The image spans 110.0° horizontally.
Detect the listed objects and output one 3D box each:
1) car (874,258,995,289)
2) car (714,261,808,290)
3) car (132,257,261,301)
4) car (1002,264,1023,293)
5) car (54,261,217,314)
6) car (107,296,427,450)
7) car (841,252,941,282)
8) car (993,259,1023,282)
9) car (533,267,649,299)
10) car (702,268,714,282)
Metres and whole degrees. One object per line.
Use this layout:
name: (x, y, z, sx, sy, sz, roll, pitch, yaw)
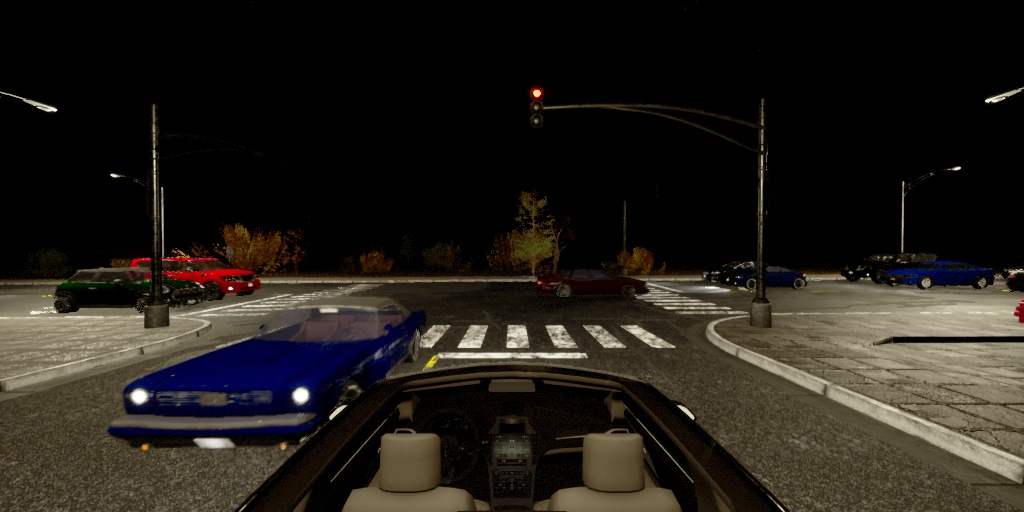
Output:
car: (24.483, 1.040, 20.693, 5.008, 1.535, 1.882, 0, 1, 0)
car: (14.497, 1.187, 20.775, 4.181, 1.385, 1.994, 0, 1, 0)
car: (-15.574, 1.083, 17.566, 5.566, 2.045, 2.150, -1, 1, 0)
car: (26.888, 1.156, 17.225, 4.181, 1.385, 1.994, 0, 1, 0)
car: (-15.034, 1.249, 14.312, 4.553, 1.767, 2.097, 0, 1, 0)
car: (-2.680, 1.350, 5.382, 1.895, 1.301, 4.718, 0, 0, -1)
car: (25.405, 0.737, 23.932, 5.566, 2.045, 2.150, 0, 1, 1)
car: (35.886, 0.946, 23.838, 4.902, 1.511, 2.128, 0, 1, 1)
car: (3.721, 1.267, 17.425, 5.357, 1.411, 2.033, 0, 1, 1)
car: (15.379, 1.068, 24.017, 4.902, 1.511, 2.128, 0, 1, 0)
